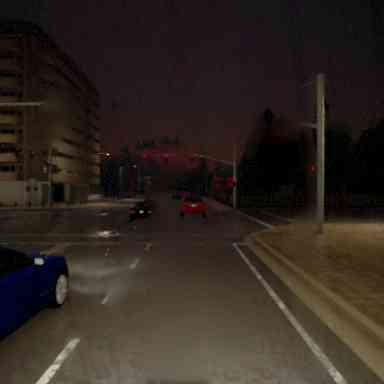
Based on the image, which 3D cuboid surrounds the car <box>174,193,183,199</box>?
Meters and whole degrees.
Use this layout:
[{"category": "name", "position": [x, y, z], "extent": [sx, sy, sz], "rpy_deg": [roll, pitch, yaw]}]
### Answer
[{"category": "car", "position": [-3.482, 0.983, 86.480], "extent": [2.128, 1.511, 4.902], "rpy_deg": [0, 0, 0]}]

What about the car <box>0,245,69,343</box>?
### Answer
[{"category": "car", "position": [-3.445, 1.455, 4.789], "extent": [1.882, 1.535, 5.008], "rpy_deg": [0, 0, 1]}]

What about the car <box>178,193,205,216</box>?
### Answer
[{"category": "car", "position": [0.100, 1.191, 29.948], "extent": [2.097, 1.767, 4.553], "rpy_deg": [0, 0, 0]}]

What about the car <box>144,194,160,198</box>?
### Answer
[{"category": "car", "position": [-7.038, 1.217, 56.335], "extent": [1.882, 1.535, 5.008], "rpy_deg": [0, 0, 0]}]

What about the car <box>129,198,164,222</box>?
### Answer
[{"category": "car", "position": [-3.408, 1.396, 25.015], "extent": [2.033, 1.411, 5.357], "rpy_deg": [0, 0, 0]}]

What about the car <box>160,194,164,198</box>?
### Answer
[{"category": "car", "position": [-6.985, 1.192, 71.833], "extent": [1.812, 1.442, 4.674], "rpy_deg": [0, 0, 0]}]

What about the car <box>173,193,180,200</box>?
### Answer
[{"category": "car", "position": [-3.484, 1.118, 77.231], "extent": [1.882, 1.535, 5.008], "rpy_deg": [0, 0, 0]}]

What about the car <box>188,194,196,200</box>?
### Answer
[{"category": "car", "position": [0.016, 1.162, 77.487], "extent": [1.812, 1.442, 4.674], "rpy_deg": [0, 0, 0]}]
